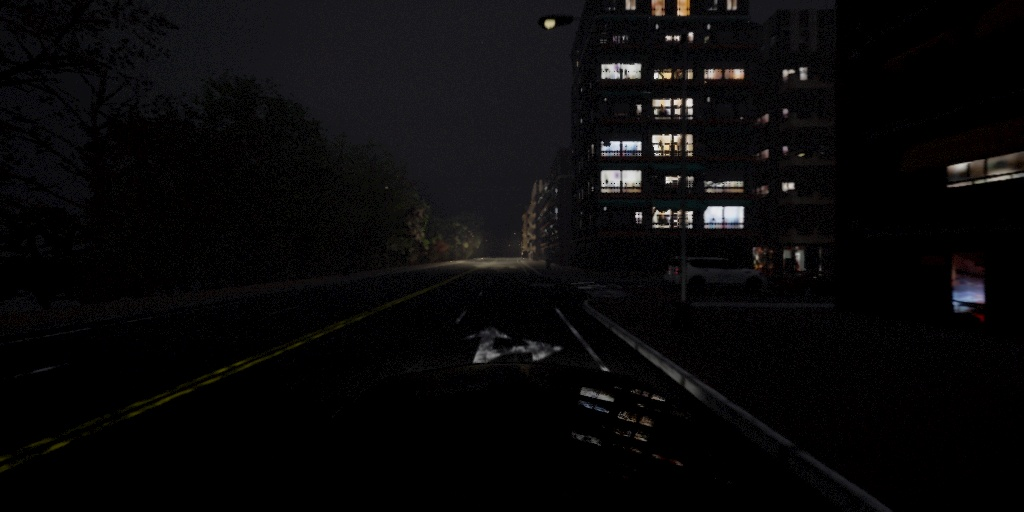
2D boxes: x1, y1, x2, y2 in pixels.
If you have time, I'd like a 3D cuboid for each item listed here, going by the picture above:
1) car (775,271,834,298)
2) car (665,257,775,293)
[{"bbox_3d":[16.336,1.481,19.108,4.507,1.381,1.888,0,0,0],"label":"car"},{"bbox_3d":[12.240,1.088,21.765,5.566,2.045,2.150,1,0,0],"label":"car"}]
